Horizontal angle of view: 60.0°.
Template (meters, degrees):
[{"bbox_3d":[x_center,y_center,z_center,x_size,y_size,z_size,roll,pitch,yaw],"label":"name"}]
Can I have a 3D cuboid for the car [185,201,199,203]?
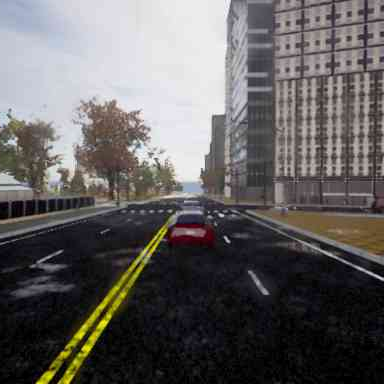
[{"bbox_3d":[-0.010,1.485,28.351,2.033,1.411,5.357,0,0,0],"label":"car"}]

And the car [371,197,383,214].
[{"bbox_3d":[23.000,1.570,37.577,5.009,1.841,2.192,1,2,20],"label":"car"}]

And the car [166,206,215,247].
[{"bbox_3d":[-0.025,1.528,14.863,1.994,1.385,4.181,0,0,1],"label":"car"}]

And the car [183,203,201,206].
[{"bbox_3d":[0.072,1.554,20.111,1.895,1.301,4.718,0,0,0],"label":"car"}]
